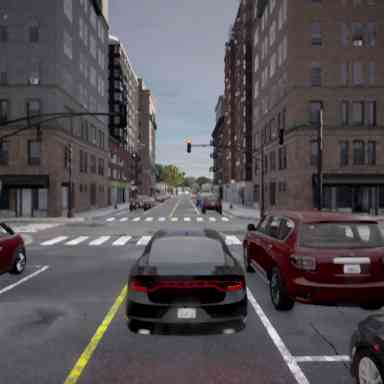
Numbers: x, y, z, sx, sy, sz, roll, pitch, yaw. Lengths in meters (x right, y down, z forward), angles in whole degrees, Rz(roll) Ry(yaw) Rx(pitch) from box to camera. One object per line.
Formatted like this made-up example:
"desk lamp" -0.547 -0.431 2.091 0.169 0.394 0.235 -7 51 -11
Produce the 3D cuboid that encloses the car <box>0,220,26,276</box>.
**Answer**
"car" -5.527 1.433 7.511 1.967 1.590 4.097 0 0 -1

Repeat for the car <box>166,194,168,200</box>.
"car" -6.918 1.469 73.078 1.887 1.381 4.507 0 0 -1

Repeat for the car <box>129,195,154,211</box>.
"car" -6.240 1.275 40.062 2.192 1.841 5.009 0 0 -1

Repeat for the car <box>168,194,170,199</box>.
"car" -7.031 1.469 78.580 2.008 1.369 4.403 0 0 -1

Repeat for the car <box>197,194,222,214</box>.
"car" 1.993 1.279 34.731 2.192 1.841 5.009 0 0 -1

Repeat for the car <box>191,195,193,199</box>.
"car" 0.672 1.425 95.429 1.752 1.417 4.829 0 0 -1

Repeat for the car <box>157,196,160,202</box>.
"car" -6.466 1.499 51.068 2.008 1.369 4.403 0 0 -1

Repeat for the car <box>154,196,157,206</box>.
"car" -6.353 1.520 45.565 1.947 1.339 4.313 0 0 -1

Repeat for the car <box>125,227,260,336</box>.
"car" -0.104 1.471 6.927 1.882 1.535 5.008 0 0 -1

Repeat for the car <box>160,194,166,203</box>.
"car" -6.805 1.475 67.576 1.887 1.381 4.507 0 0 -1

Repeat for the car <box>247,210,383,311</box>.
"car" 2.496 1.307 7.679 2.192 1.841 5.009 0 0 -1

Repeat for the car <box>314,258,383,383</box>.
"car" 2.615 1.548 1.999 2.008 1.369 4.403 0 0 -1

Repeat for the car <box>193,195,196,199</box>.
"car" 1.634 1.262 51.238 2.192 1.841 5.009 0 0 -1
